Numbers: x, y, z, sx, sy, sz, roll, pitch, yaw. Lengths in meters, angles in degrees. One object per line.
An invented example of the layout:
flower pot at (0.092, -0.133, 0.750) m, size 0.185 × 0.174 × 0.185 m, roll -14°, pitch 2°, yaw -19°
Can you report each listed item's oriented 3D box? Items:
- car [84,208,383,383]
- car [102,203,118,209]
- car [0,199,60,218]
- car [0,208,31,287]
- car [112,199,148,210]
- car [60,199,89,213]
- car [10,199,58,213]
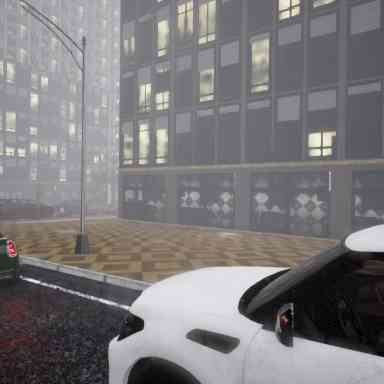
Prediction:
car at (1.864, 1.222, 2.353) m, size 5.566 × 2.045 × 2.150 m, roll 0°, pitch 0°, yaw 36°
car at (-8.386, 1.830, 39.428) m, size 1.752 × 1.417 × 4.829 m, roll 1°, pitch 0°, yaw 36°
car at (-15.170, 1.519, 30.206) m, size 2.192 × 1.841 × 5.009 m, roll 1°, pitch 0°, yaw 36°
car at (-6.211, 1.348, 8.089) m, size 4.553 × 1.767 × 2.097 m, roll 0°, pitch 0°, yaw 35°
car at (-8.966, 1.762, 48.382) m, size 2.128 × 1.511 × 4.902 m, roll 1°, pitch 0°, yaw 36°
car at (-14.900, 1.689, 40.329) m, size 1.837 × 1.490 × 4.892 m, roll 1°, pitch 0°, yaw 37°
car at (-18.682, 1.642, 39.576) m, size 1.752 × 1.417 × 4.829 m, roll 1°, pitch 0°, yaw 36°
